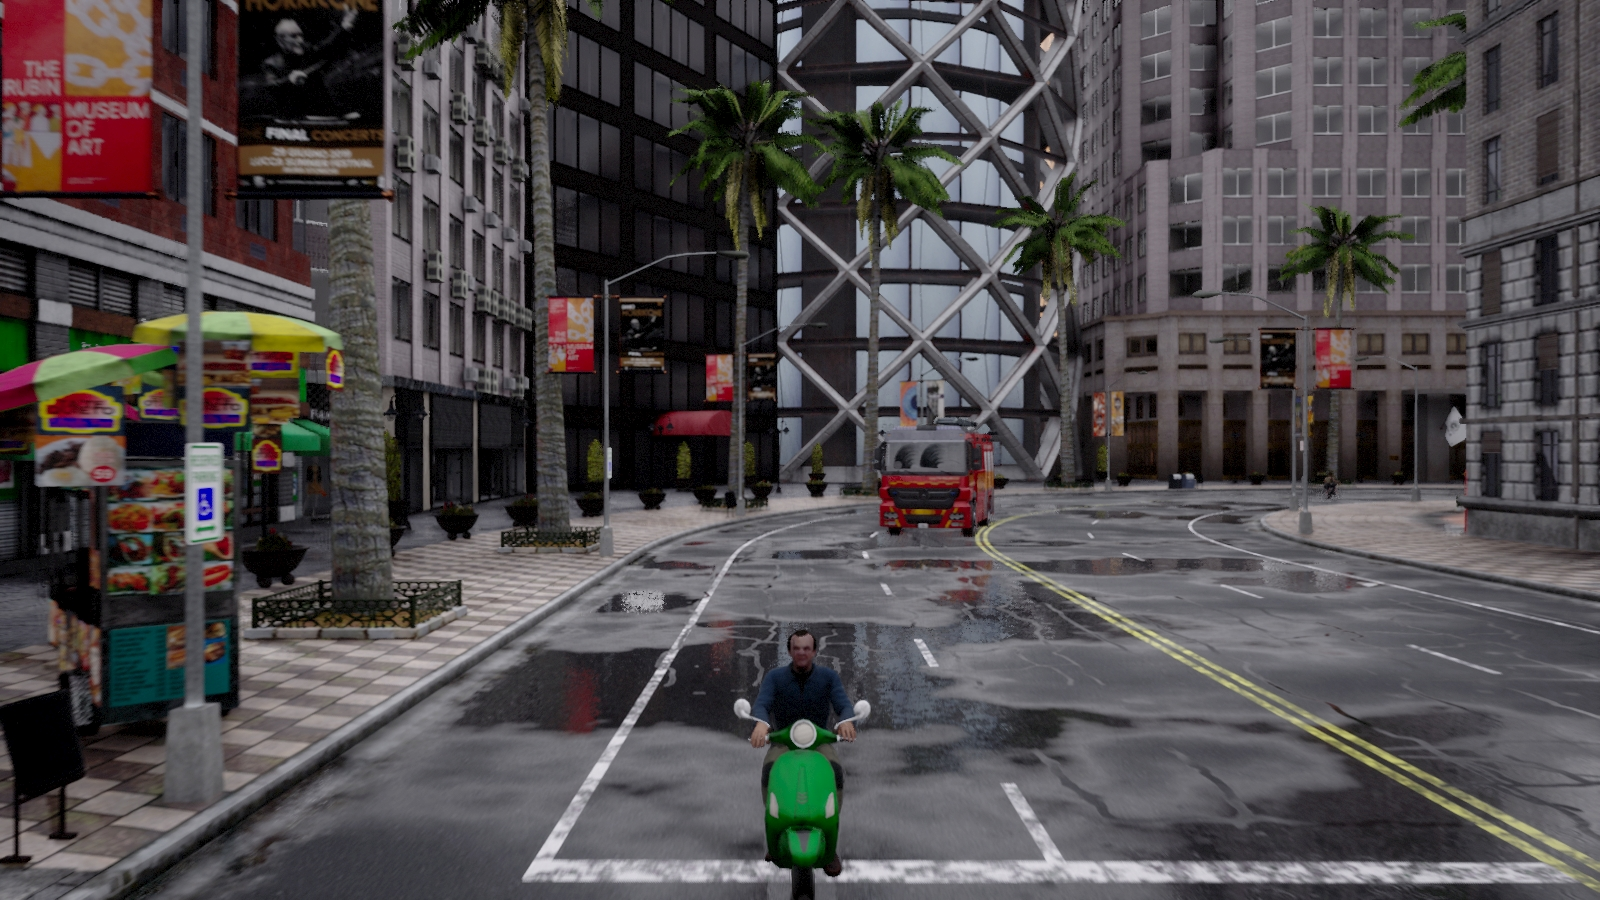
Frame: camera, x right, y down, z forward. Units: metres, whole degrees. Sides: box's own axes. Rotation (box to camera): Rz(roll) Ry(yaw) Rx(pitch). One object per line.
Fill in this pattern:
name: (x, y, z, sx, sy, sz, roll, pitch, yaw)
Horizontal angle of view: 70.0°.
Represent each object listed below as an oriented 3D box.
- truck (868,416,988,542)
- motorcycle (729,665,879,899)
truck: (4.588, 0.889, 39.224, 2.891, 3.827, 8.468, 0, 0, 15)
motorcycle: (0.022, 2.182, 7.417, 0.856, 1.236, 1.805, 0, 0, 0)
